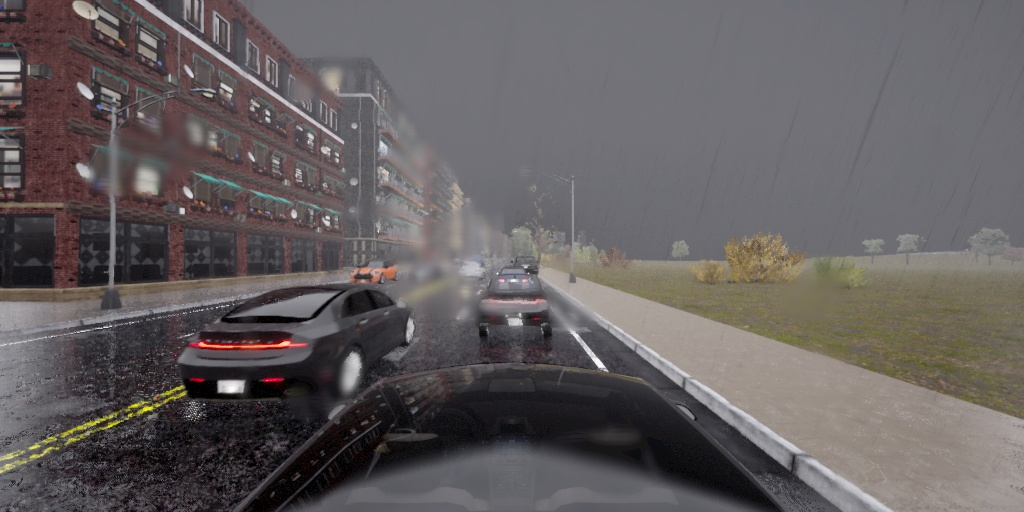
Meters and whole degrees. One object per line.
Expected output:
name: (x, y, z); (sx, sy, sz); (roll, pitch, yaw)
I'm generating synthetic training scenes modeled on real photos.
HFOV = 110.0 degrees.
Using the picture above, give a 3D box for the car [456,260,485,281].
car: (-3.210, 1.277, 29.961); (1.812, 1.442, 4.674); (0, 0, 0)

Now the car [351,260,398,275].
car: (-9.902, 1.103, 26.053); (2.097, 1.767, 4.553); (0, 0, 0)

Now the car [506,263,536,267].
car: (0.065, 1.299, 20.720); (2.033, 1.411, 5.357); (0, 0, 0)

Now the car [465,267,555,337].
car: (0.083, 1.242, 10.280); (2.128, 1.511, 4.902); (0, 0, 0)

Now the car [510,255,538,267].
car: (1.077, 0.976, 30.933); (2.150, 2.045, 5.566); (0, 0, 0)

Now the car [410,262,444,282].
car: (-6.656, 1.242, 28.493); (2.128, 1.511, 4.902); (0, 0, 0)

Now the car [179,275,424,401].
car: (-3.160, 1.252, 6.456); (1.837, 1.490, 4.892); (0, -1, 0)
